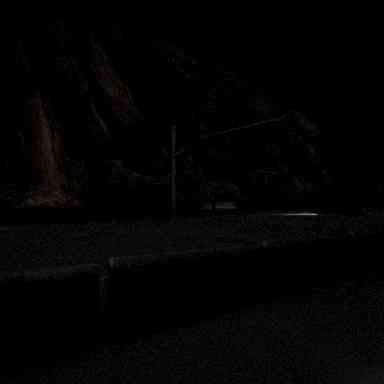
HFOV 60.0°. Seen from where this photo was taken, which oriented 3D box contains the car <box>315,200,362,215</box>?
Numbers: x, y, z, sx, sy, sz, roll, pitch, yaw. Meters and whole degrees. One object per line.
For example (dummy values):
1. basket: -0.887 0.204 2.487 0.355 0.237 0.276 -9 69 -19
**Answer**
1. car: 14.194 1.504 32.364 4.181 1.385 1.994 0 0 2
